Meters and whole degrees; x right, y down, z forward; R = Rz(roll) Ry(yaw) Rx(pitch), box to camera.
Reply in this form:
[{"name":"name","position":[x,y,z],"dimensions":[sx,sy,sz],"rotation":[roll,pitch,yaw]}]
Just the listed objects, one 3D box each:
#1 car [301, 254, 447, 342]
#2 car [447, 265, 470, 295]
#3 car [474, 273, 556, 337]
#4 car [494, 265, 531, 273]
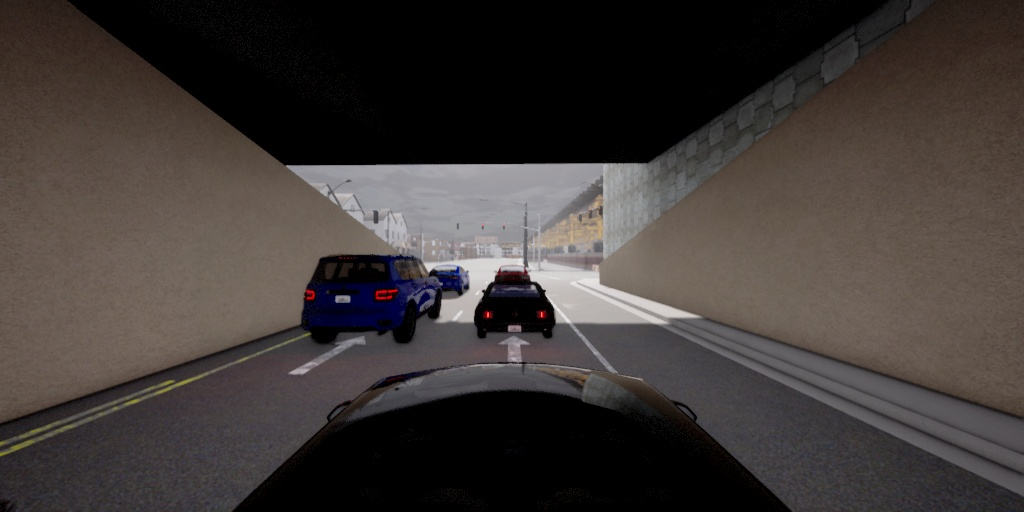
[{"name":"car","position":[-3.438,0.966,9.921],"dimensions":[2.150,2.045,5.566],"rotation":[0,0,0]},{"name":"car","position":[-3.486,1.215,19.858],"dimensions":[1.882,1.535,5.008],"rotation":[0,0,0]},{"name":"car","position":[0.057,1.345,10.270],"dimensions":[1.895,1.301,4.718],"rotation":[0,0,0]},{"name":"car","position":[0.015,1.216,19.607],"dimensions":[1.882,1.535,5.008],"rotation":[0,0,0]}]
